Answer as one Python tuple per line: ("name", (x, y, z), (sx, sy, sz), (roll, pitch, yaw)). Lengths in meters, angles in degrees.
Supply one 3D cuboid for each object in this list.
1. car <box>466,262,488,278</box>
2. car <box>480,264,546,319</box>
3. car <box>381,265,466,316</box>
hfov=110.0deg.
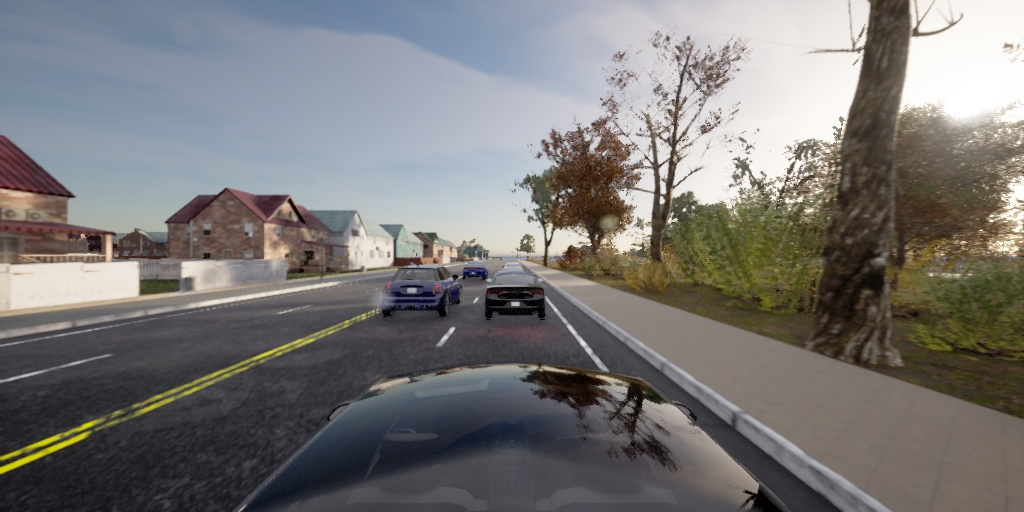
("car", (-3.153, 1.239, 31.647), (1.882, 1.535, 5.008), (0, 0, 0))
("car", (0.100, 1.229, 12.803), (1.882, 1.535, 5.008), (0, 0, 0))
("car", (-3.152, 1.104, 13.411), (2.097, 1.767, 4.553), (0, 0, 0))
